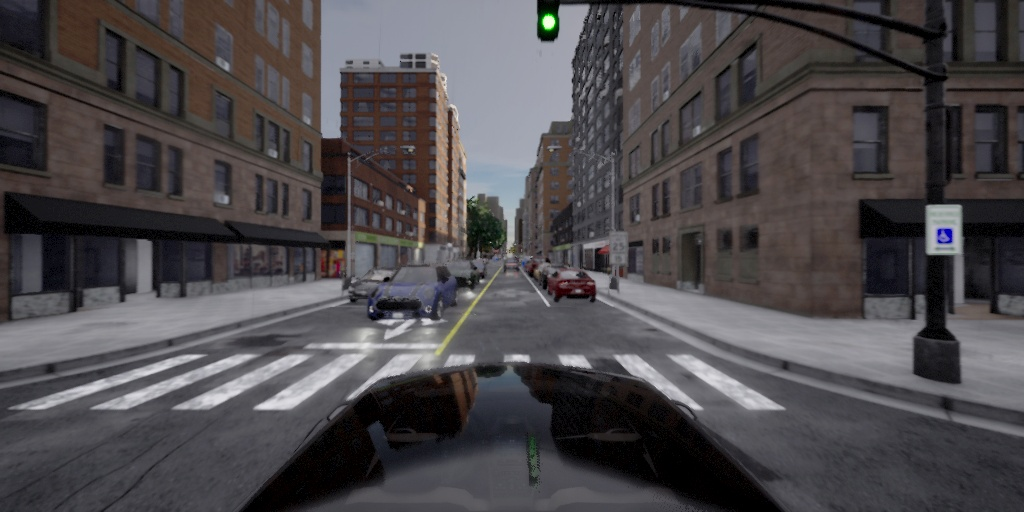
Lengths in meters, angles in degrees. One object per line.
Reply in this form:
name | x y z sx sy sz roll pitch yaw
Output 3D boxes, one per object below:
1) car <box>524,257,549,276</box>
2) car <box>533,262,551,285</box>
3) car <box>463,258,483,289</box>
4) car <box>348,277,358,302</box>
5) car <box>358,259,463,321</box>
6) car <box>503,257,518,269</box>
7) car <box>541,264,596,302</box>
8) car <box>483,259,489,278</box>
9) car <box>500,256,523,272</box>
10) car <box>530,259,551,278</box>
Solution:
car | 2.545 0.981 32.984 2.192 1.841 5.009 0 0 0
car | 2.592 1.255 21.970 1.948 1.339 4.313 0 0 0
car | -3.178 1.044 22.167 2.097 1.767 4.553 0 0 0
car | -5.911 1.259 16.431 2.007 1.370 4.403 0 0 0
car | -3.167 1.071 12.297 2.097 1.767 4.553 0 0 1
car | -0.211 0.999 54.334 2.097 1.767 4.553 0 0 0
car | 2.615 1.248 16.464 1.888 1.381 4.507 0 0 0
car | -3.211 1.219 32.367 2.033 1.411 5.357 0 0 0
car | -0.069 1.146 43.961 2.128 1.511 4.902 0 0 0
car | 2.567 1.202 27.647 1.751 1.417 4.829 0 0 0
